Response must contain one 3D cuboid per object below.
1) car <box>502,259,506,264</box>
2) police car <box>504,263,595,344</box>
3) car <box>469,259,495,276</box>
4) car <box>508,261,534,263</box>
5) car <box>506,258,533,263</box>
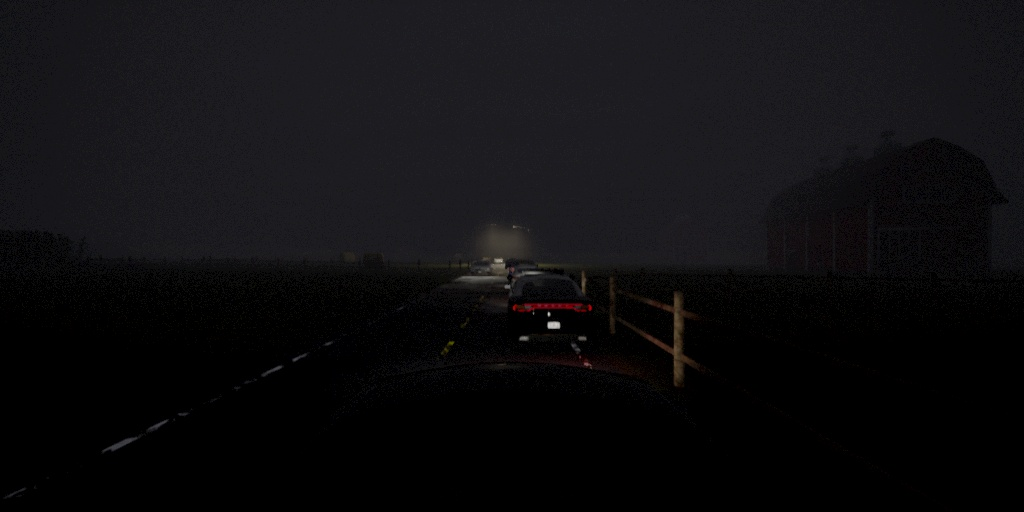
[{"bbox_3d":[0.020,1.041,49.788,1.882,1.535,5.008,0,0,0],"label":"car"},{"bbox_3d":[0.818,1.145,9.606,1.930,1.638,5.238,0,0,0],"label":"police car"},{"bbox_3d":[-2.872,1.150,34.433,1.812,1.442,4.674,0,0,0],"label":"car"},{"bbox_3d":[0.811,1.207,19.497,1.812,1.442,4.674,0,0,0],"label":"car"},{"bbox_3d":[0.806,1.010,25.466,2.097,1.767,4.553,0,0,0],"label":"car"}]
